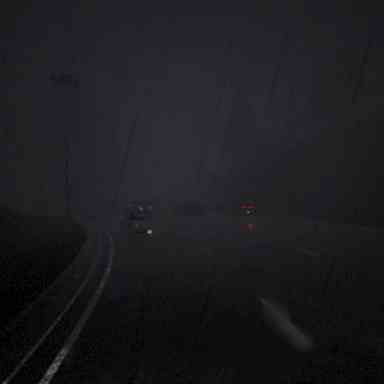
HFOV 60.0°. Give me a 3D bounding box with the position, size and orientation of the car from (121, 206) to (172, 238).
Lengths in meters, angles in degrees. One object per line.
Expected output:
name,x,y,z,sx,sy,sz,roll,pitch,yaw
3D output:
car,-2.826,1.696,18.550,1.895,1.301,4.718,-1,0,-19

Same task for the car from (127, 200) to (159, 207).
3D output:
car,-4.602,1.506,30.446,2.097,1.767,4.553,-1,0,-28

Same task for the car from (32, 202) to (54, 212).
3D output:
car,-21.451,2.089,47.784,1.994,1.385,4.181,-1,0,-40

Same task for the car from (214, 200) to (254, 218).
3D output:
car,3.761,1.492,30.484,1.837,1.490,4.892,0,-1,-25

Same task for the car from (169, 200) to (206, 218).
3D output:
car,-0.518,1.552,31.326,1.882,1.535,5.008,0,-1,-28
